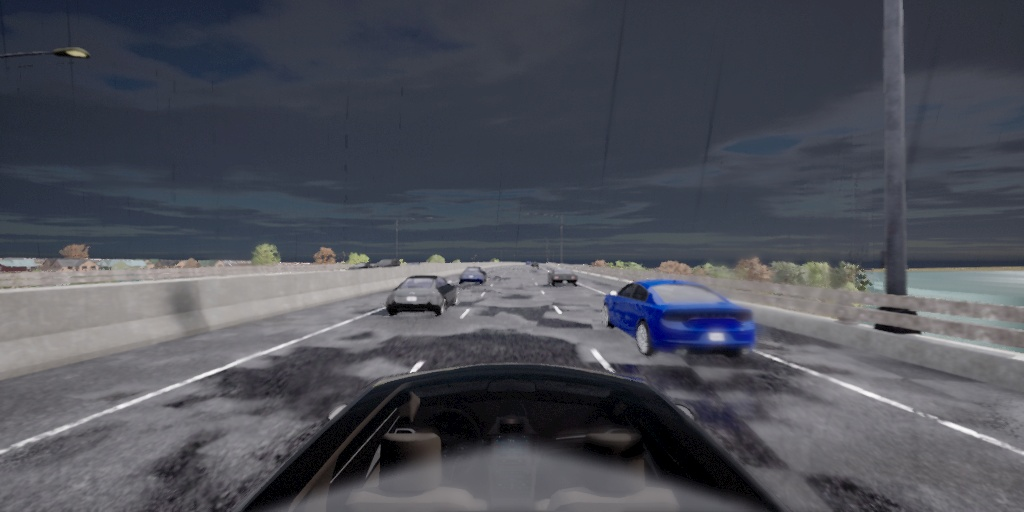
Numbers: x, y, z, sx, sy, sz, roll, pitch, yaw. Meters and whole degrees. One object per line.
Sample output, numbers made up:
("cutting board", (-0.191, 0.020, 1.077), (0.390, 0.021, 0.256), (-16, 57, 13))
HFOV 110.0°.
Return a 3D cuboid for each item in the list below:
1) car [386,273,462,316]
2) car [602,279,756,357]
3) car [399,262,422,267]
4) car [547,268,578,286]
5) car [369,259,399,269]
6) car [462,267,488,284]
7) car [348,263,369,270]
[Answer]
("car", (-3.350, 1.428, 14.030), (1.994, 1.385, 4.181), (0, -1, 0))
("car", (3.619, 1.296, 8.797), (1.882, 1.535, 5.008), (0, -1, 0))
("car", (-13.403, 1.715, 49.444), (2.128, 1.511, 4.902), (0, -1, 2))
("car", (3.802, 1.603, 27.789), (1.895, 1.301, 4.718), (0, -1, 1))
("car", (-16.919, 1.433, 48.814), (2.150, 2.045, 5.566), (0, -1, 2))
("car", (-3.164, 1.583, 29.947), (1.994, 1.385, 4.181), (0, -1, 1))
("car", (-20.419, 1.688, 48.805), (1.882, 1.535, 5.008), (0, -1, 2))
